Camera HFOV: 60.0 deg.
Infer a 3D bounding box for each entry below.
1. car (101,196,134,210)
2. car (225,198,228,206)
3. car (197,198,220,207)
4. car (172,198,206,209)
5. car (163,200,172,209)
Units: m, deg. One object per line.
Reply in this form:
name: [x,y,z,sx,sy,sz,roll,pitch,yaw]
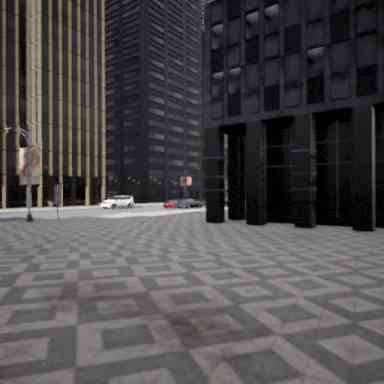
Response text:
car: [-11.516,1.608,51.878,2.150,2.045,5.566,-1,0,36]
car: [5.707,1.819,59.013,1.882,1.535,5.008,-1,0,36]
car: [3.066,1.890,60.908,1.812,1.442,4.674,0,0,36]
car: [-0.318,1.817,50.531,2.128,1.511,4.902,-1,0,36]
car: [-2.676,1.913,52.806,1.994,1.385,4.181,-1,0,36]
